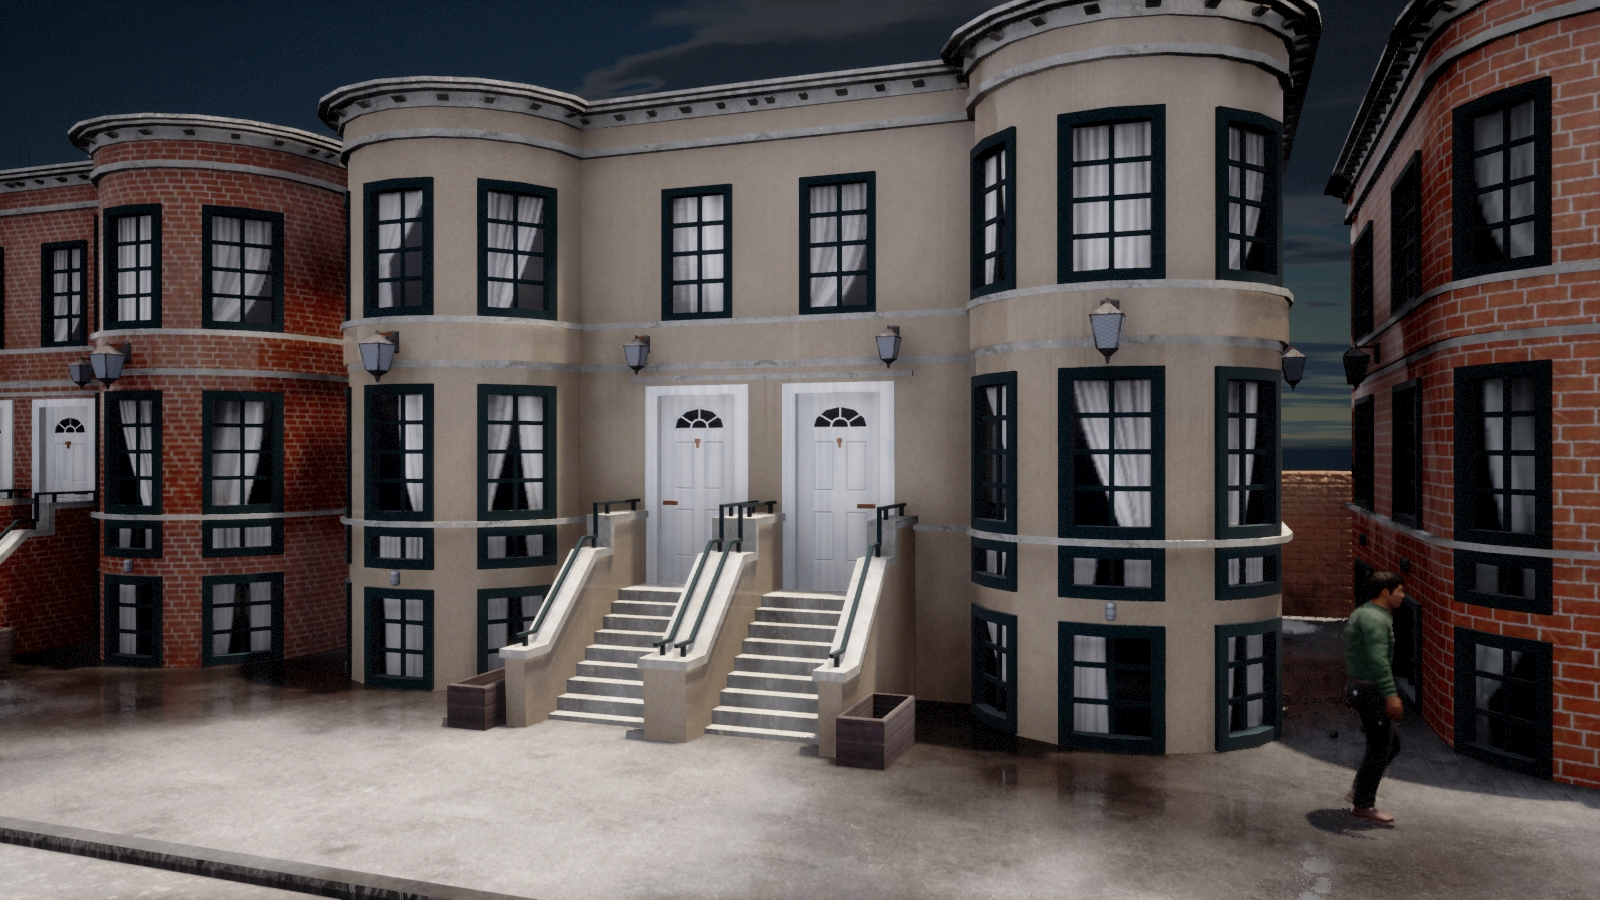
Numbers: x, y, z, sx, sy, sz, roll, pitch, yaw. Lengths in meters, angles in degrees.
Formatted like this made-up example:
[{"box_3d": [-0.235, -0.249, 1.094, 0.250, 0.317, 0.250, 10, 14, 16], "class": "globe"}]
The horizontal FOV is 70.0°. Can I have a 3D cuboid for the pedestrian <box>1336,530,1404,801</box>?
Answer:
[{"box_3d": [4.099, 1.524, 8.227, 0.375, 1.860, 0.375, 0, 0, 15], "class": "pedestrian"}]
